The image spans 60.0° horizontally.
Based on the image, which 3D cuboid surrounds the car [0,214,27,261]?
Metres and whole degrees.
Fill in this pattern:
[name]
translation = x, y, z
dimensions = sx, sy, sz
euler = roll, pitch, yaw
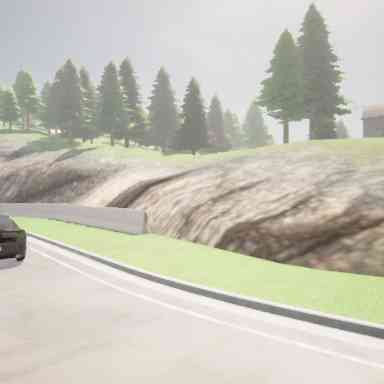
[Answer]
[car]
translation = -7.190, 1.485, 11.441
dimensions = 1.882, 1.535, 5.008
euler = 0, 0, -40
